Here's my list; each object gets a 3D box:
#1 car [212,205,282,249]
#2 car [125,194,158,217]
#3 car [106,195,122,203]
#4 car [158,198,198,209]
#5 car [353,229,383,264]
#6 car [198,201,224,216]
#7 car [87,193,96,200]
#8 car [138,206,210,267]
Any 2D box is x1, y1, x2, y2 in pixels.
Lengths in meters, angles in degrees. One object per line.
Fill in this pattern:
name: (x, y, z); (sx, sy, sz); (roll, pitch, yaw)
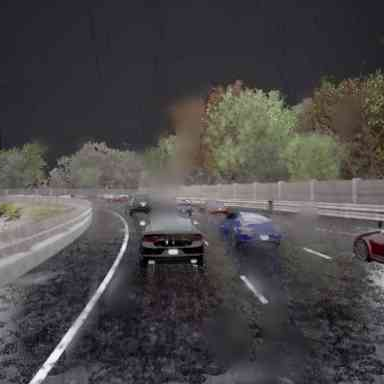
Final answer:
car: (2.339, 1.498, 14.445); (1.812, 1.442, 4.674); (0, 0, -8)
car: (-4.978, 1.197, 31.192); (2.150, 2.045, 5.566); (0, 0, -17)
car: (-16.059, 1.318, 68.275); (2.097, 1.767, 4.553); (0, 0, -32)
car: (-1.424, 1.454, 31.418); (2.128, 1.511, 4.902); (0, 0, -17)
car: (6.427, 1.530, 9.333); (1.994, 1.385, 4.181); (0, 0, -5)
car: (1.944, 1.518, 32.381); (1.994, 1.385, 4.181); (0, 0, -18)
car: (-27.705, 1.200, 91.477); (2.150, 2.045, 5.566); (0, 0, -13)
car: (-0.778, 1.465, 11.474); (1.882, 1.535, 5.008); (0, 0, -6)
